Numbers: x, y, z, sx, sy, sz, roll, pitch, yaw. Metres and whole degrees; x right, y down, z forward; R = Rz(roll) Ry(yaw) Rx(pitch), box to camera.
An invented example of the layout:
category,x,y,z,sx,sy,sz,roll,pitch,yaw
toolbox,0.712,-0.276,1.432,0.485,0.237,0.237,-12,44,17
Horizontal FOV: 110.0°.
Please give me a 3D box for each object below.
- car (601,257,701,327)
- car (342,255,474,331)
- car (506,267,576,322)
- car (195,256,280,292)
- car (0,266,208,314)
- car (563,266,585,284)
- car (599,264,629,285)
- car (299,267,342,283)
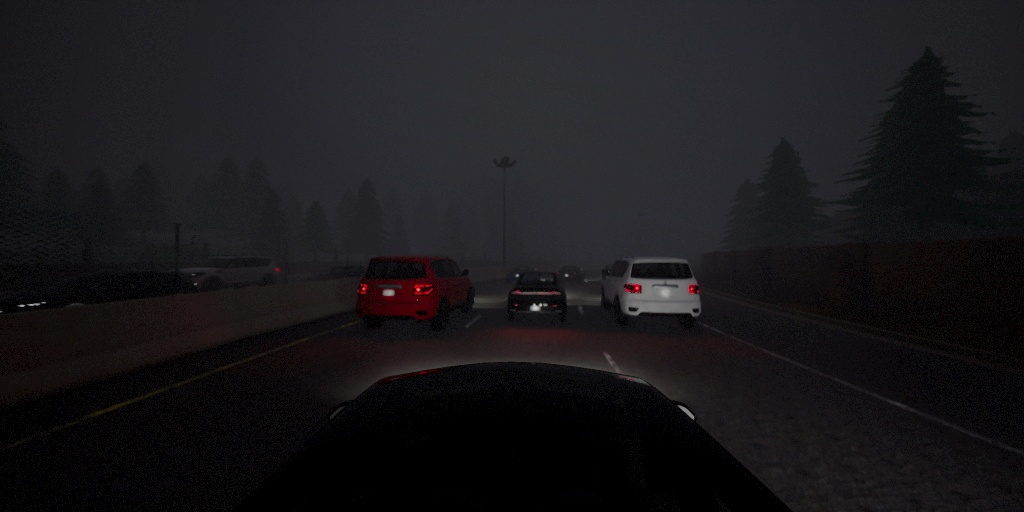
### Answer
category,x,y,z,sx,sy,sz,roll,pitch,yaw
car,4.384,1.050,12.131,2.150,2.045,5.566,0,0,7
car,-2.738,1.009,11.428,2.150,2.045,5.566,0,0,6
car,0.976,1.305,12.730,2.128,1.511,4.902,0,0,7
car,-15.799,0.990,19.980,2.150,2.045,5.566,0,-1,10
car,-13.379,1.240,11.939,1.837,1.490,4.892,0,0,7
car,4.847,1.488,29.675,1.994,1.385,4.181,0,0,18
car,8.496,1.434,29.568,2.128,1.511,4.902,0,0,19
car,-8.894,1.288,18.727,2.128,1.511,4.902,0,-1,10
